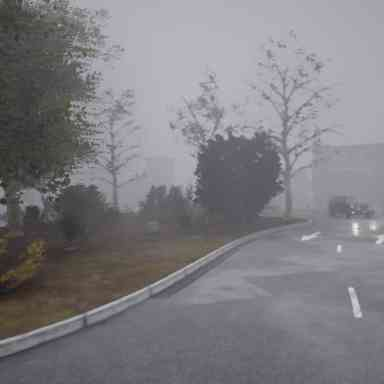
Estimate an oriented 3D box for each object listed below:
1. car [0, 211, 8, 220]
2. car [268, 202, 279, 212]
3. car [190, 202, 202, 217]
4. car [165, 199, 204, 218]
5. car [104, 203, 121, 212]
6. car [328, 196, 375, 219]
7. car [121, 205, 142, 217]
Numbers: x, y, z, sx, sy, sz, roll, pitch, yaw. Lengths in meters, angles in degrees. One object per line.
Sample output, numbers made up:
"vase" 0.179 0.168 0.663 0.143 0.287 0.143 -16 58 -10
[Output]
"car" -30.000 3.786 51.964 2.002 1.452 4.674 -4 -2 24
"car" 11.092 1.857 47.368 2.185 1.767 4.553 -2 -1 23
"car" 1.806 2.056 38.054 2.231 1.521 4.892 -2 -1 23
"car" -0.755 1.896 39.186 2.435 2.045 5.566 -2 -1 23
"car" -8.504 2.476 42.337 1.946 1.575 5.366 -3 -1 24
"car" 14.988 1.393 31.693 2.150 2.045 5.566 1 -1 -1
"car" -6.068 2.364 41.272 1.946 1.575 5.366 -2 -1 24
